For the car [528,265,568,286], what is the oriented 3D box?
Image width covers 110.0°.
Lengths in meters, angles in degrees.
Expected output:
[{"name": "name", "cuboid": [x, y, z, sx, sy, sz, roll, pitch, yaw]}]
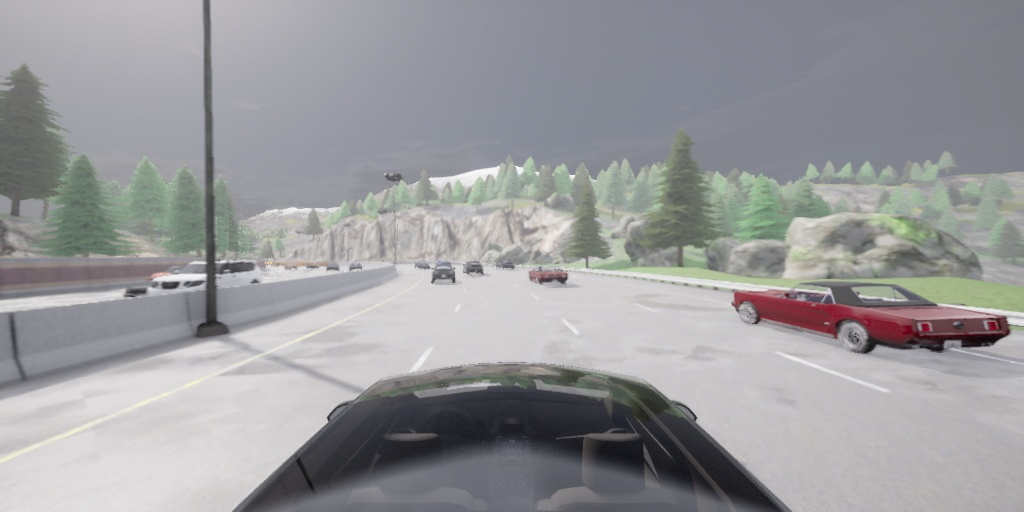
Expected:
[{"name": "car", "cuboid": [2.421, 1.317, 25.538, 1.895, 1.301, 4.718, -1, 0, -9]}]

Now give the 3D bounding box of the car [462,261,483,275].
[{"name": "car", "cuboid": [-4.495, 1.342, 40.931, 1.837, 1.490, 4.892, 0, 0, -15]}]

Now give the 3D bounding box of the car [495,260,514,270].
[{"name": "car", "cuboid": [-1.113, 1.289, 54.279, 1.837, 1.490, 4.892, 0, 0, -19]}]

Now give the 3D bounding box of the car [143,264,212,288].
[{"name": "car", "cuboid": [-27.406, 1.568, 29.614, 2.097, 1.767, 4.553, -1, 0, -12]}]

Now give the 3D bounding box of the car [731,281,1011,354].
[{"name": "car", "cuboid": [7.426, 1.229, 8.351, 1.895, 1.301, 4.718, -1, 0, -3]}]

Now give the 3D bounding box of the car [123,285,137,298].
[{"name": "car", "cuboid": [-18.732, 1.615, 20.427, 2.033, 1.411, 5.357, -1, 0, -7]}]

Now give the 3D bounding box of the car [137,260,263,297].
[{"name": "car", "cuboid": [-14.953, 1.226, 18.023, 2.150, 2.045, 5.566, -1, 0, -6]}]

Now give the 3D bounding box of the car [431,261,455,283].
[{"name": "car", "cuboid": [-5.713, 1.379, 29.919, 1.812, 1.442, 4.674, 0, 0, -11]}]

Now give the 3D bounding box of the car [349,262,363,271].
[{"name": "car", "cuboid": [-25.347, 1.747, 58.387, 1.994, 1.385, 4.181, -1, 0, -22]}]
